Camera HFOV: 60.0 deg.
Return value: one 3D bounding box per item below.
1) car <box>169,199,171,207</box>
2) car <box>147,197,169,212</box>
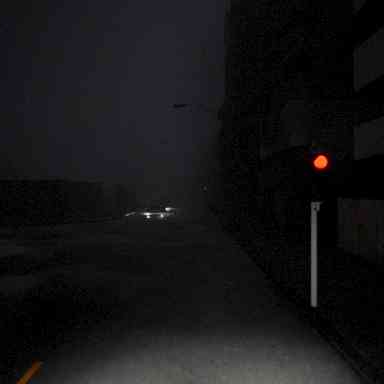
[{"bbox_3d":[-4.178,1.505,49.536,1.837,1.490,4.892,0,0,1],"label":"car"},{"bbox_3d":[-4.187,1.478,39.509,1.882,1.535,5.008,0,0,0],"label":"car"}]
